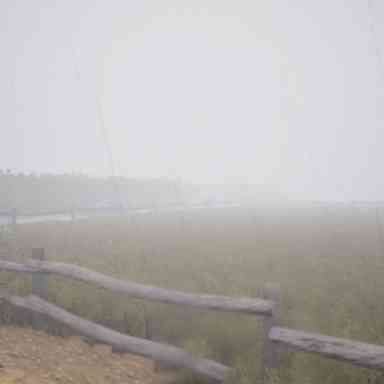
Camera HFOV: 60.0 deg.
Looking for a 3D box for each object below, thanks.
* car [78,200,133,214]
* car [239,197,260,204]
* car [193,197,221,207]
[{"bbox_3d":[-7.691,1.429,30.399,2.033,1.411,5.357,0,0,35],"label":"car"},{"bbox_3d":[8.488,1.389,47.568,2.128,1.511,4.902,0,0,36],"label":"car"},{"bbox_3d":[2.014,1.387,43.915,2.128,1.511,4.902,0,0,35],"label":"car"}]
